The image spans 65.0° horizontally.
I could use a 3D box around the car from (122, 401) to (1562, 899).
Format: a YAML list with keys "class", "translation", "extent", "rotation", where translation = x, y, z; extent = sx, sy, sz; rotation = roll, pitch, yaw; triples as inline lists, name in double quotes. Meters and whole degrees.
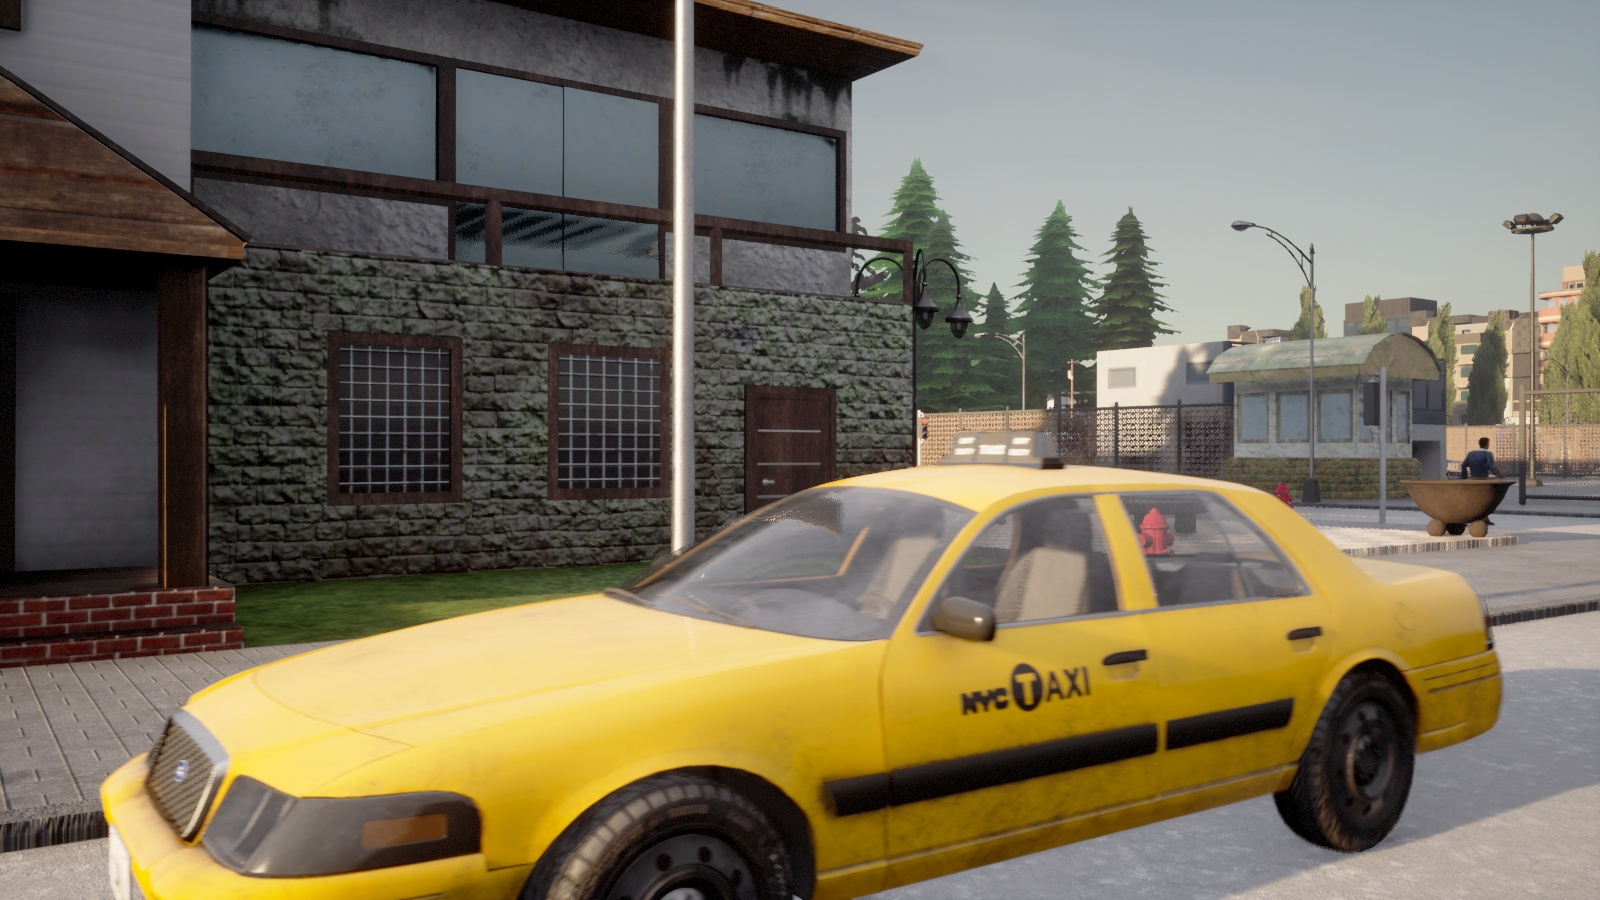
- class: "car"
  translation: [0.610, 0.694, 4.693]
  extent: [5.366, 1.575, 1.801]
  rotation: [0, 0, -35]

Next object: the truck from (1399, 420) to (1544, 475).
- class: "truck"
  translation: [43.819, -0.129, 82.113]
  extent: [7.936, 3.462, 2.891]
  rotation: [0, 0, 42]

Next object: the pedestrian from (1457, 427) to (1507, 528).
- class: "pedestrian"
  translation: [13.357, 0.531, 24.591]
  extent: [0.788, 1.949, 0.423]
  rotation: [0, 0, -16]
